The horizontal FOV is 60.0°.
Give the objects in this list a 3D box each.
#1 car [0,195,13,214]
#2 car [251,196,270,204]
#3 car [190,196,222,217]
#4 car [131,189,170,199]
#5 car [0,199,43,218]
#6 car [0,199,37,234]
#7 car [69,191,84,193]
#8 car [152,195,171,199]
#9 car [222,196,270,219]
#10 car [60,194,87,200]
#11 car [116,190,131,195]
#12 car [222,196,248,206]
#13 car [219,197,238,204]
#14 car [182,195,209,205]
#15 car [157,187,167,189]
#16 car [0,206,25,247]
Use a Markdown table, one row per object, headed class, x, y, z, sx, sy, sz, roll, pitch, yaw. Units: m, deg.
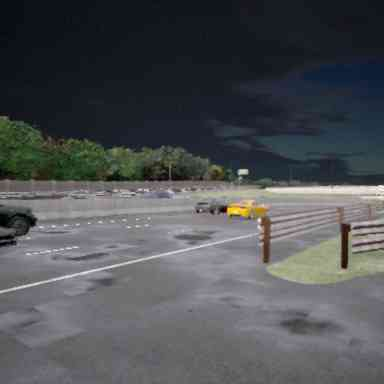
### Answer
| class | x | y | z | sx | sy | sz | roll | pitch | yaw |
| --- | --- | --- | --- | --- | --- | --- | --- | --- | --- |
| car | -17.657 | 1.068 | 27.134 | 2.128 | 1.511 | 4.902 | 1 | 0 | 36 |
| car | 14.684 | 1.699 | 71.244 | 2.097 | 1.767 | 4.553 | 1 | -1 | 36 |
| car | 2.202 | 1.368 | 30.252 | 2.128 | 1.511 | 4.902 | 1 | 0 | 36 |
| car | -5.033 | 0.975 | 44.377 | 2.150 | 2.045 | 5.566 | 1 | 0 | 36 |
| car | -14.323 | 1.231 | 25.767 | 1.895 | 1.301 | 4.718 | 1 | 0 | 36 |
| car | -9.592 | 0.978 | 14.101 | 2.150 | 2.045 | 5.566 | 1 | 0 | 36 |
| car | -19.469 | 0.535 | 55.290 | 1.882 | 1.535 | 5.008 | 1 | 1 | 21 |
| car | -2.390 | 1.401 | 42.072 | 1.895 | 1.301 | 4.718 | 1 | 0 | 36 |
| car | 4.850 | 1.400 | 27.943 | 1.882 | 1.535 | 5.008 | 1 | 0 | 36 |
| car | -13.786 | 1.149 | 38.364 | 2.033 | 1.411 | 5.357 | 1 | 0 | 36 |
| car | -13.890 | 0.247 | 69.356 | 1.812 | 1.442 | 4.674 | 1 | 2 | 22 |
| car | 7.159 | 1.509 | 55.062 | 1.882 | 1.535 | 5.008 | 1 | -1 | 37 |
| car | 7.451 | 1.694 | 67.279 | 1.994 | 1.385 | 4.181 | 1 | -1 | 36 |
| car | 0.688 | 1.403 | 58.060 | 2.128 | 1.511 | 4.902 | 1 | -1 | 37 |
| car | -7.664 | -0.628 | 83.820 | 2.097 | 1.767 | 4.553 | 1 | 2 | 24 |
| car | -8.284 | 1.349 | 9.967 | 2.033 | 1.411 | 5.357 | 1 | 1 | 36 |
